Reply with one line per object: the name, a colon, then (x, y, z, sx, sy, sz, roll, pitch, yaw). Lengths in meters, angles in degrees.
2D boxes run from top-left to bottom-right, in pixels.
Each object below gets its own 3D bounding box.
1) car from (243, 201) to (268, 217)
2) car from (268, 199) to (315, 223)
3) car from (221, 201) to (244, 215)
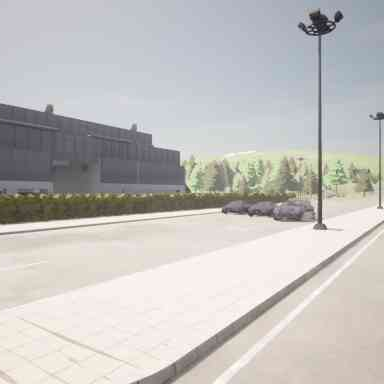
car: (6.699, 1.564, 30.194, 1.994, 1.385, 4.181, 0, 0, 35)
car: (7.996, 1.352, 25.944, 2.097, 1.767, 4.553, 0, 0, 35)
car: (4.644, 1.564, 33.361, 1.994, 1.385, 4.181, 0, 0, 35)
